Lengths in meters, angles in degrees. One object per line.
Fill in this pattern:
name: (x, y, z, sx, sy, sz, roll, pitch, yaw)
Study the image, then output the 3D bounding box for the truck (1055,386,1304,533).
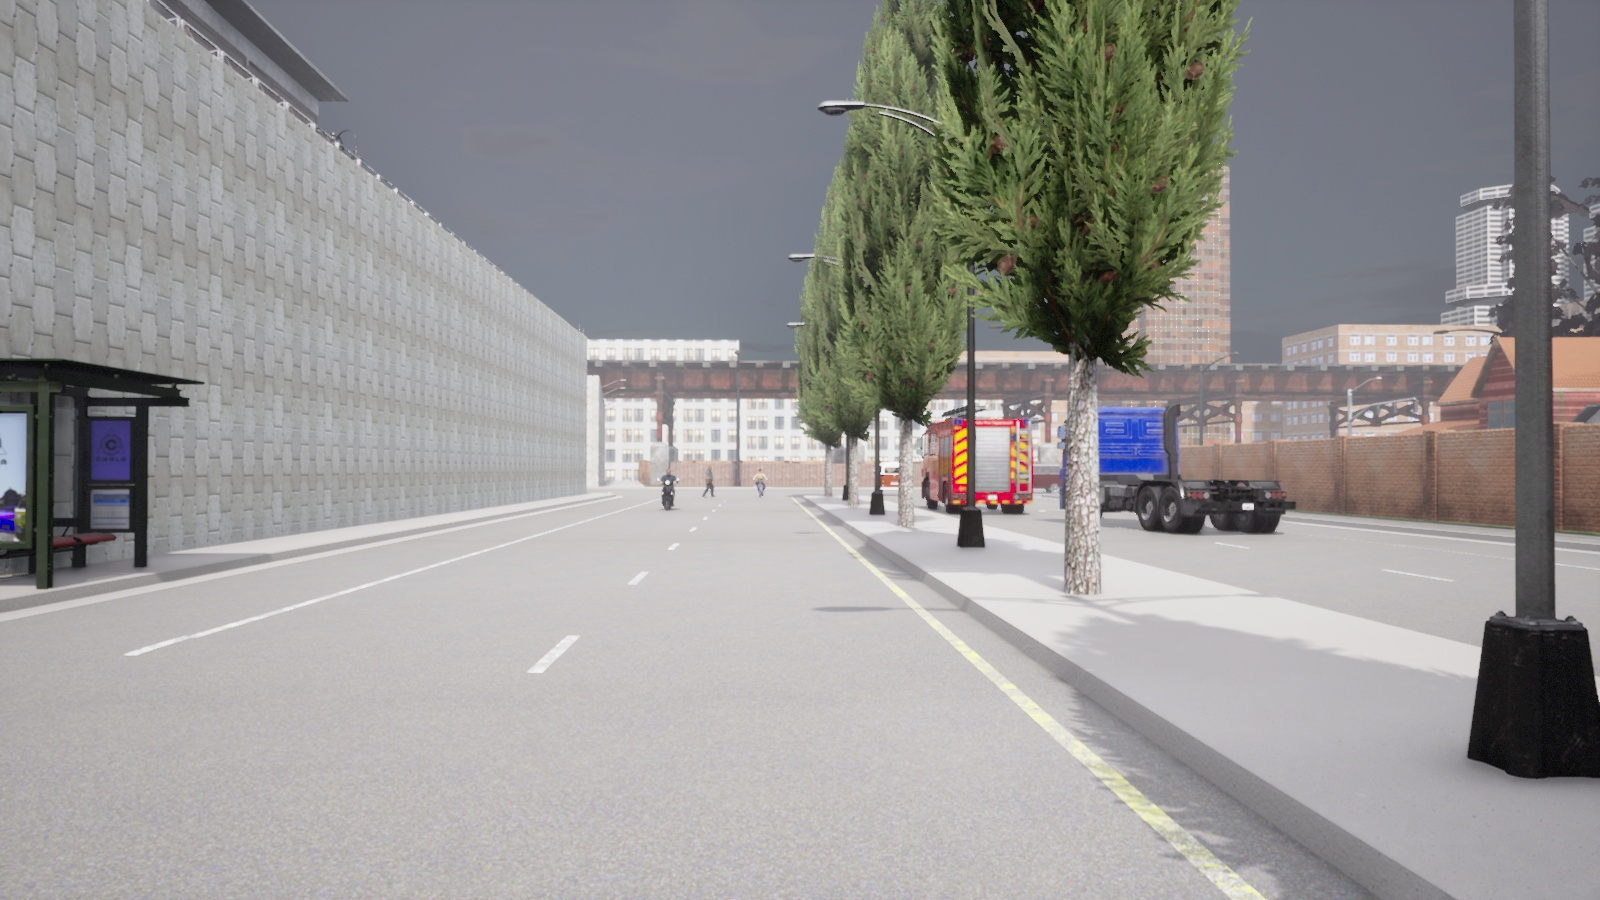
truck: (9.842, 0.291, 33.759, 2.891, 3.462, 7.936, 0, -1, -12)

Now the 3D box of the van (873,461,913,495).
van: (5.650, 1.690, 77.088, 2.069, 2.038, 4.480, 0, 0, -1)

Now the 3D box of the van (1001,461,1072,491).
van: (15.919, 1.770, 84.735, 4.442, 1.987, 1.775, 0, -1, -1)

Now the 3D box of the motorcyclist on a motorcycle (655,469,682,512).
motorcyclist on a motorcycle: (-4.963, 1.531, 47.585, 0.866, 1.590, 1.817, 0, -1, -2)

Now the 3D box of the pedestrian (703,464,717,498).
pedestrian: (-4.907, 1.688, 68.358, 0.694, 1.848, 0.540, 0, -1, 7)

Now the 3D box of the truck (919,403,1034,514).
truck: (6.519, 0.344, 47.762, 2.891, 3.827, 8.468, 0, -1, -2)
